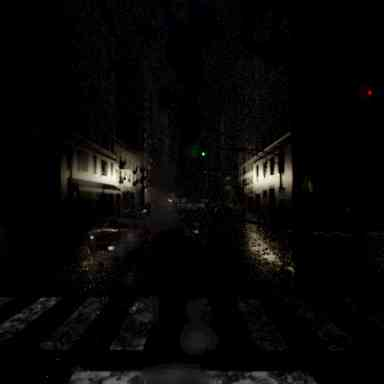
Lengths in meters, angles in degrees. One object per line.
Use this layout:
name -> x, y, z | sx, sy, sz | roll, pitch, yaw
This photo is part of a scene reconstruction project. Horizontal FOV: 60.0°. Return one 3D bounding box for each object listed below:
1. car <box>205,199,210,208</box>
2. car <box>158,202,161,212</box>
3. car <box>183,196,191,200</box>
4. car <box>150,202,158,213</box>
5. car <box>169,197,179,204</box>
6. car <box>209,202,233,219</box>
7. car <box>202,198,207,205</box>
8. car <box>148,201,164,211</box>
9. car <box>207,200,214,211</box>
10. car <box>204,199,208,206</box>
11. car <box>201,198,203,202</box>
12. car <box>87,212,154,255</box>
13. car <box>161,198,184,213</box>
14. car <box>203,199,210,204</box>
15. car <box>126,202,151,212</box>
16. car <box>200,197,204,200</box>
car -> 3.166, 2.044, 44.062 | 2.008, 1.369, 4.403 | 1, -1, 1
car -> -5.359, 2.046, 44.171 | 2.008, 1.369, 4.403 | 1, -1, 1
car -> -1.984, 2.256, 82.791 | 2.128, 1.511, 4.902 | 0, -1, 1
car -> -5.434, 2.000, 38.642 | 1.947, 1.339, 4.313 | 1, -1, 1
car -> -4.756, 2.291, 88.401 | 2.192, 1.841, 5.009 | 1, -1, 1
car -> 3.016, 1.937, 33.002 | 1.947, 1.339, 4.313 | 1, -1, 1
car -> 3.391, 2.241, 60.651 | 1.947, 1.339, 4.313 | 1, -1, 1
car -> -5.283, 2.100, 49.699 | 1.887, 1.381, 4.507 | 1, -1, 1
car -> 3.091, 1.977, 38.532 | 1.887, 1.381, 4.507 | 1, -1, 1
car -> 3.241, 2.099, 49.592 | 1.887, 1.381, 4.507 | 1, -1, 1
car -> 3.541, 2.346, 71.711 | 2.008, 1.369, 4.403 | 1, -1, 1
car -> -2.929, 1.768, 14.330 | 1.895, 1.301, 4.718 | 0, -1, 1
car -> -2.507, 1.996, 44.286 | 2.128, 1.511, 4.902 | 0, -1, 1
car -> 3.766, 2.556, 88.301 | 1.802, 1.307, 4.206 | 1, -1, 1
car -> -5.509, 1.955, 33.114 | 1.802, 1.307, 4.206 | 1, -1, 1
car -> 3.691, 2.481, 82.771 | 1.947, 1.339, 4.313 | 1, -1, 1
